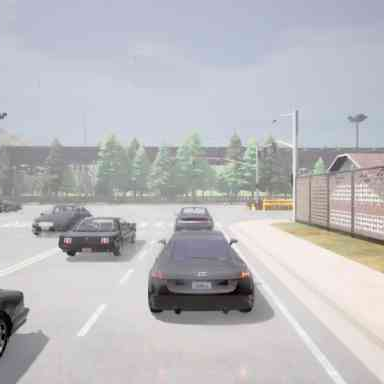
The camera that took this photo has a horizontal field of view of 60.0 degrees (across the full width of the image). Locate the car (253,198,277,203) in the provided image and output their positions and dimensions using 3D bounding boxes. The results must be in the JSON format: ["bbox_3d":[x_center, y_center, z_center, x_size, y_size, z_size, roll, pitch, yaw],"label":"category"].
[{"bbox_3d":[11.990,1.600,52.393,4.718,1.301,1.895,0,0,-2],"label":"car"}]

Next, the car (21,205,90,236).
[{"bbox_3d":[-7.011,1.493,18.378,2.128,1.511,4.902,0,0,0],"label":"car"}]

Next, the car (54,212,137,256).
[{"bbox_3d":[-3.399,1.601,12.997,1.895,1.301,4.718,0,0,0],"label":"car"}]

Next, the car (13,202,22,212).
[{"bbox_3d":[-21.511,1.489,37.154,4.902,1.511,2.128,0,0,-2],"label":"car"}]

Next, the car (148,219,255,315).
[{"bbox_3d":[0.147,1.564,7.677,1.994,1.385,4.181,0,0,-1],"label":"car"}]

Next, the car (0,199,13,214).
[{"bbox_3d":[-21.375,1.503,33.656,4.892,1.490,1.837,0,0,-2],"label":"car"}]

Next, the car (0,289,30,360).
[{"bbox_3d":[-3.399,1.547,2.602,2.033,1.411,5.357,0,0,0],"label":"car"}]

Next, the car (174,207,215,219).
[{"bbox_3d":[0.118,1.491,16.580,2.128,1.511,4.902,0,0,1],"label":"car"}]
